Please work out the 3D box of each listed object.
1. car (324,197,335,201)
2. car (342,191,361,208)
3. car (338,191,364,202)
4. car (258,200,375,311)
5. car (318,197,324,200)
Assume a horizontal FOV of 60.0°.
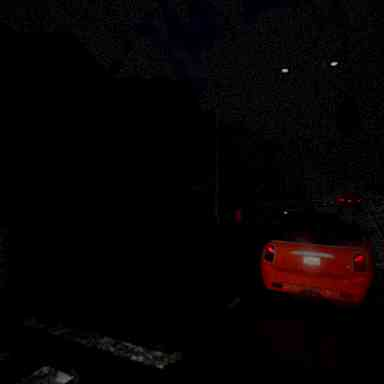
[{"bbox_3d":[16.436,1.271,40.723,1.994,1.385,4.181,1,1,27],"label":"car"},{"bbox_3d":[21.172,0.952,44.026,2.150,2.045,5.566,1,1,27],"label":"car"},{"bbox_3d":[16.524,0.968,34.642,2.150,2.045,5.566,1,1,27],"label":"car"},{"bbox_3d":[3.136,1.252,7.975,2.097,1.767,4.553,1,1,27],"label":"car"},{"bbox_3d":[7.892,1.260,23.854,2.033,1.411,5.357,1,1,27],"label":"car"}]
